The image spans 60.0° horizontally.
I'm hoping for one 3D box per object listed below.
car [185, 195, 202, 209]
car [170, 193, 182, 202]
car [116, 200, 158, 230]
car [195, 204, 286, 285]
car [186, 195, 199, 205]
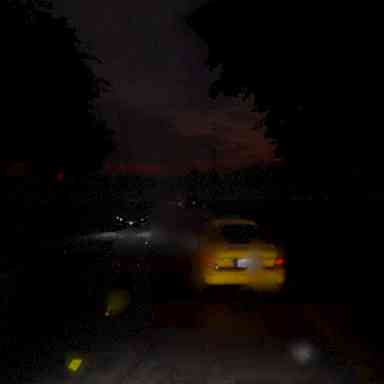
[{"bbox_3d":[0.166,1.171,38.702,1.994,1.385,4.181,0,0,-1],"label":"car"},{"bbox_3d":[-2.885,0.965,59.479,1.882,1.535,5.008,0,0,0],"label":"car"},{"bbox_3d":[-3.063,1.284,19.183,1.837,1.490,4.892,0,1,0],"label":"car"},{"bbox_3d":[1.067,1.350,9.122,1.801,1.575,5.366,0,1,0],"label":"car"},{"bbox_3d":[0.099,1.147,48.961,1.895,1.301,4.718,0,0,0],"label":"car"}]
